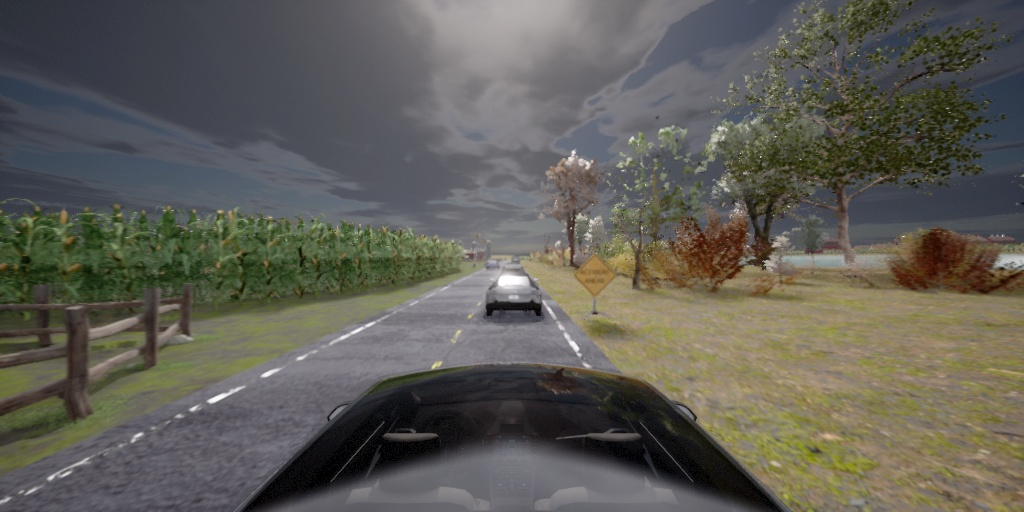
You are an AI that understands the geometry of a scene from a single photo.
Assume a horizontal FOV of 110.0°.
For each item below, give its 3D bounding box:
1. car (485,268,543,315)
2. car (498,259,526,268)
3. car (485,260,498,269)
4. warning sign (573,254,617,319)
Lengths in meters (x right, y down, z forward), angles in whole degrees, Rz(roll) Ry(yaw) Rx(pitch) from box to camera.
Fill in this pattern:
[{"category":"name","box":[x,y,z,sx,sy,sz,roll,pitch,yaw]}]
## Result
[{"category":"car","box":[0.074,1.307,13.613,1.994,1.385,4.181,0,0,0]},{"category":"car","box":[0.079,1.251,28.894,1.837,1.490,4.892,0,0,0]},{"category":"car","box":[-2.806,1.287,52.543,1.812,1.442,4.674,0,0,0]},{"category":"warning sign","box":[2.452,0.859,10.657,1.300,1.860,1.060,0,0,0]}]
